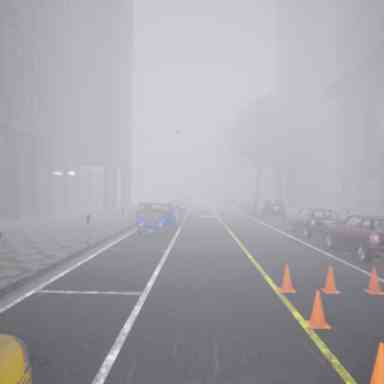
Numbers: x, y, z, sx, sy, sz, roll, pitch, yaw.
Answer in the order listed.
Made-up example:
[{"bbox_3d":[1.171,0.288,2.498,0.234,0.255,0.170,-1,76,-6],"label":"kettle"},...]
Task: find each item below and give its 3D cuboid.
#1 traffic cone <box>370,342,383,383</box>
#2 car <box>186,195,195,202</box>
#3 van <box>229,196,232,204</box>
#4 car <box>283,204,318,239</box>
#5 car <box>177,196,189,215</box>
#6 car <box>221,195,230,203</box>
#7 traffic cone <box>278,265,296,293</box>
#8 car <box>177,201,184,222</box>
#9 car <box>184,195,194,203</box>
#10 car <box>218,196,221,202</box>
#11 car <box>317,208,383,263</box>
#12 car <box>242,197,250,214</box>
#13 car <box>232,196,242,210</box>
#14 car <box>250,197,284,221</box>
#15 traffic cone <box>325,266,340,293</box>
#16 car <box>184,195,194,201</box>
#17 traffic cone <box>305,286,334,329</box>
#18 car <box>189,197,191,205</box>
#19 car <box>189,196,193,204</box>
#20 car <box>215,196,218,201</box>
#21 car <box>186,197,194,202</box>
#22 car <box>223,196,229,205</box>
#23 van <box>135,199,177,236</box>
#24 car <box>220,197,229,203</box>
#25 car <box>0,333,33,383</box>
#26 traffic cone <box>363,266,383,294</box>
[{"bbox_3d":[2.121,1.985,3.723,0.340,0.580,0.340,1,0,1],"label":"traffic cone"},{"bbox_3d":[-0.438,1.642,91.361,2.192,1.841,5.009,1,0,1],"label":"car"},{"bbox_3d":[7.263,1.567,51.709,1.690,1.788,3.998,1,0,1],"label":"van"},{"bbox_3d":[6.557,1.550,17.878,1.967,1.590,4.097,1,0,1],"label":"car"},{"bbox_3d":[-1.613,1.498,34.985,1.967,1.590,4.097,1,0,1],"label":"car"},{"bbox_3d":[7.612,1.869,68.621,1.947,1.339,4.313,1,0,1],"label":"car"},{"bbox_3d":[2.204,1.991,7.722,0.340,0.580,0.340,1,0,1],"label":"traffic cone"},{"bbox_3d":[-1.850,1.585,23.709,1.947,1.339,4.313,1,0,1],"label":"car"},{"bbox_3d":[-0.673,1.577,80.086,2.192,1.841,5.009,1,0,1],"label":"car"},{"bbox_3d":[7.732,1.650,74.262,2.192,1.841,5.009,1,0,1],"label":"car"},{"bbox_3d":[6.439,1.536,12.241,1.967,1.590,4.097,1,0,1],"label":"car"},{"bbox_3d":[6.911,1.479,34.793,2.192,1.841,5.009,1,0,1],"label":"car"},{"bbox_3d":[7.145,1.645,46.070,1.967,1.590,4.097,1,0,1],"label":"car"},{"bbox_3d":[6.793,1.459,29.156,2.192,1.841,5.009,1,0,1],"label":"car"},{"bbox_3d":[3.204,2.004,7.701,0.340,0.580,0.340,1,0,1],"label":"traffic cone"},{"bbox_3d":[-1.031,1.691,63.003,1.752,1.417,4.829,1,0,1],"label":"car"},{"bbox_3d":[2.163,1.988,5.723,0.340,0.580,0.340,1,0,1],"label":"traffic cone"},{"bbox_3d":[-1.497,1.623,40.622,1.887,1.381,4.507,1,0,1],"label":"car"},{"bbox_3d":[-1.262,1.702,51.898,1.802,1.307,4.206,1,0,1],"label":"car"},{"bbox_3d":[8.082,1.998,91.175,1.947,1.339,4.313,1,0,1],"label":"car"},{"bbox_3d":[-0.558,1.860,85.723,1.947,1.339,4.313,1,0,1],"label":"car"},{"bbox_3d":[7.494,1.855,62.985,1.802,1.307,4.206,1,0,1],"label":"car"},{"bbox_3d":[-1.964,1.345,18.072,1.690,1.788,3.998,1,0,1],"label":"van"},{"bbox_3d":[7.847,1.912,79.899,1.887,1.381,4.507,1,0,1],"label":"car"},{"bbox_3d":[-2.324,1.498,0.951,1.752,1.417,4.829,1,0,2],"label":"car"},{"bbox_3d":[4.204,2.016,7.680,0.340,0.580,0.340,1,0,1],"label":"traffic cone"}]
